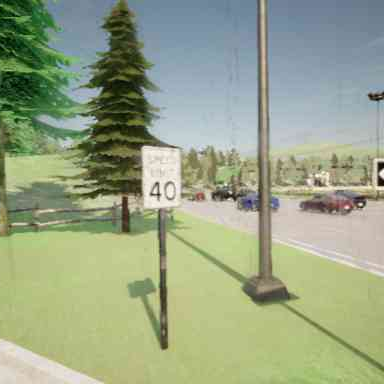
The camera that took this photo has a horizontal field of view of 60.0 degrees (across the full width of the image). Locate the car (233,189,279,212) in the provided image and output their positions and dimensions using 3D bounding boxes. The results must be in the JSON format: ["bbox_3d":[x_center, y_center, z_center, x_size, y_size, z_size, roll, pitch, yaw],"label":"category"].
[{"bbox_3d":[5.503,0.804,28.085,1.882,1.535,5.008,-1,1,-14],"label":"car"}]

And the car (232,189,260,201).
[{"bbox_3d":[7.660,0.383,47.749,2.128,1.511,4.902,-1,1,-14],"label":"car"}]

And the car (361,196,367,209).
[{"bbox_3d":[12.632,0.699,28.465,1.837,1.490,4.892,-1,1,-14],"label":"car"}]

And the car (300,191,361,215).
[{"bbox_3d":[9.959,0.841,24.822,1.812,1.442,4.674,-1,1,-14],"label":"car"}]

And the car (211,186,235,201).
[{"bbox_3d":[4.437,0.199,46.212,2.150,2.045,5.566,-1,1,-14],"label":"car"}]

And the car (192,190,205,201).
[{"bbox_3d":[0.464,0.497,47.625,1.882,1.535,5.008,-1,1,-14],"label":"car"}]
